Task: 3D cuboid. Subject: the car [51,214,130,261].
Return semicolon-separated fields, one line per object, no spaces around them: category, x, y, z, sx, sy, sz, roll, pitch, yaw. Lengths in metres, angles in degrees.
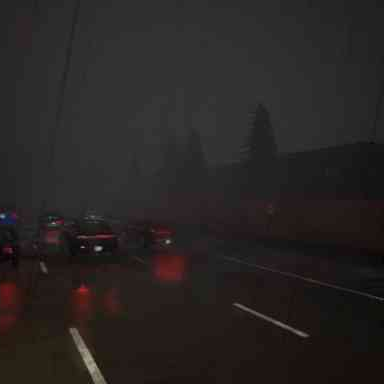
car;-4.580;1.929;14.397;2.128;1.511;4.902;2;-2;-28

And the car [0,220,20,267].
car;-7.425;1.919;12.284;1.895;1.301;4.718;2;-2;-28

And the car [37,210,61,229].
car;-12.231;2.320;28.860;1.837;1.490;4.892;2;-2;-28

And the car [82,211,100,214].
car;-9.485;2.465;31.138;1.812;1.442;4.674;2;-2;-28

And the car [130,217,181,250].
car;-2.239;2.086;17.453;1.837;1.490;4.892;2;-2;-28

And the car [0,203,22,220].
car;-14.783;1.903;26.214;2.150;2.045;5.566;2;-2;-28
